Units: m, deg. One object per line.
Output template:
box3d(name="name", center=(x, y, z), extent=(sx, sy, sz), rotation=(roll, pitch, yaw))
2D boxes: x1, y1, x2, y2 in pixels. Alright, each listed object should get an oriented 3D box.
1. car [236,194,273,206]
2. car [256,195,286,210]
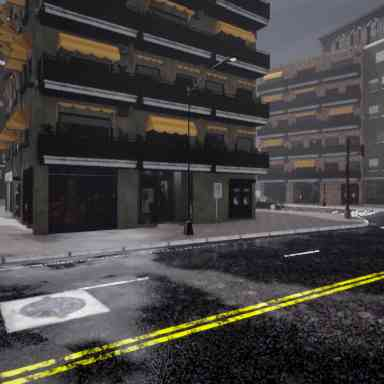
box3d(name="car", center=(8.324, 1.071, 44.206), extent=(4.403, 1.369, 2.008), rotation=(1, 0, 38))
box3d(name="car", center=(7.420, 1.160, 34.228), extent=(4.403, 1.369, 2.008), rotation=(1, 0, 38))
